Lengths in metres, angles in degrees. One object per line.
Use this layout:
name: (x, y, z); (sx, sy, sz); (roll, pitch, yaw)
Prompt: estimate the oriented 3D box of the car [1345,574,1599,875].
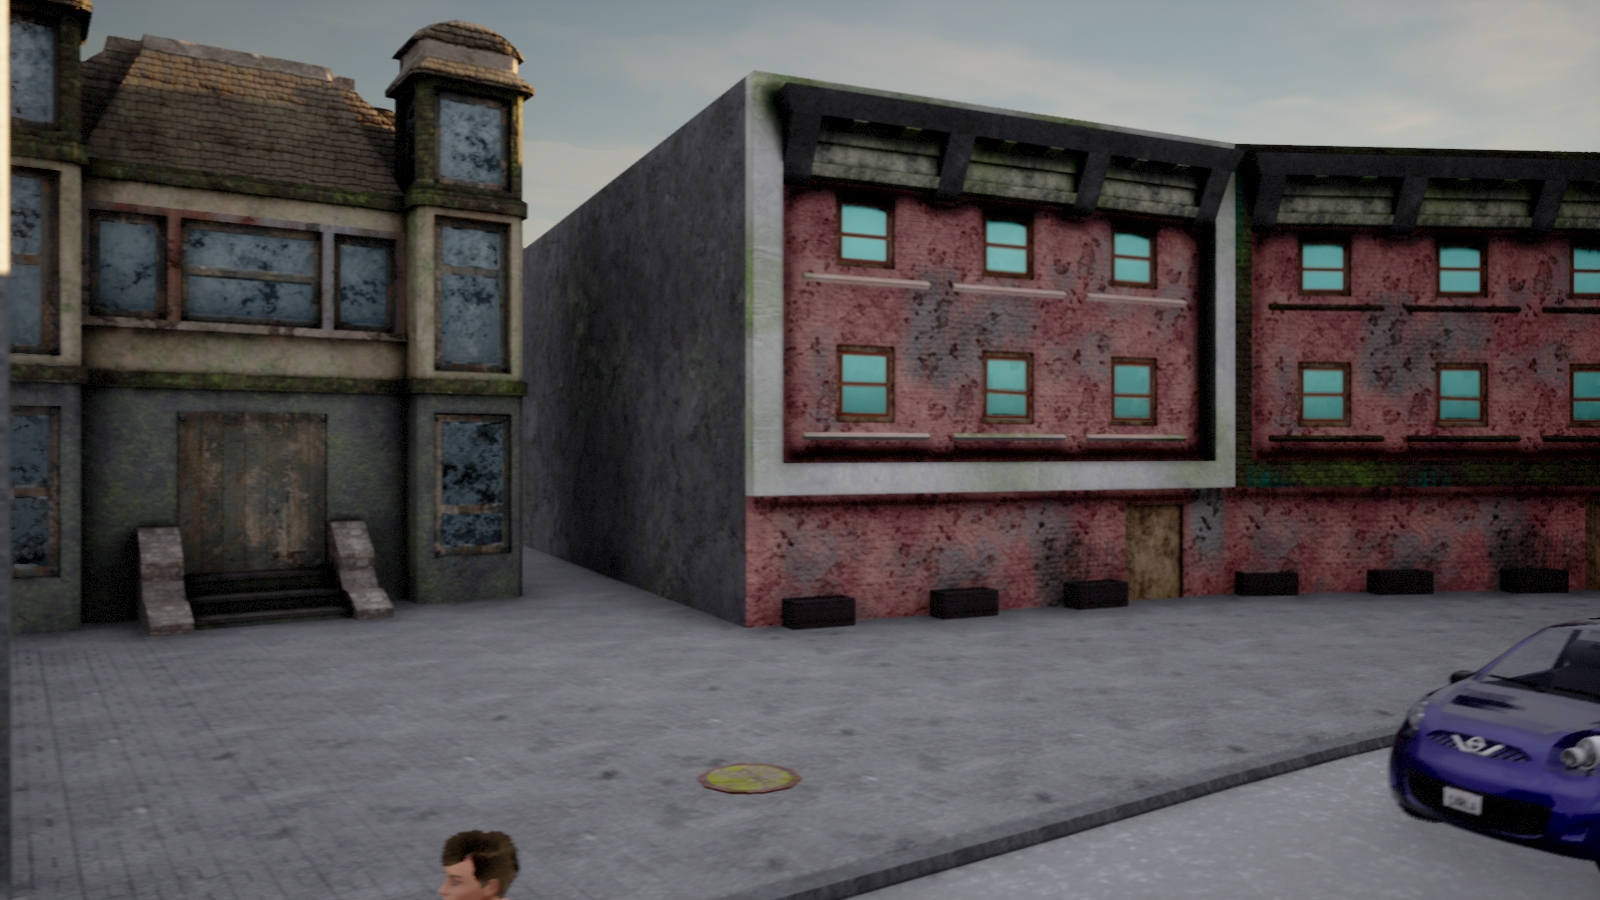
car: (6.106, 1.819, 8.480); (3.633, 1.501, 1.845); (0, 0, -25)
